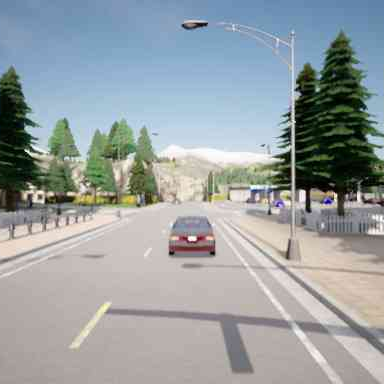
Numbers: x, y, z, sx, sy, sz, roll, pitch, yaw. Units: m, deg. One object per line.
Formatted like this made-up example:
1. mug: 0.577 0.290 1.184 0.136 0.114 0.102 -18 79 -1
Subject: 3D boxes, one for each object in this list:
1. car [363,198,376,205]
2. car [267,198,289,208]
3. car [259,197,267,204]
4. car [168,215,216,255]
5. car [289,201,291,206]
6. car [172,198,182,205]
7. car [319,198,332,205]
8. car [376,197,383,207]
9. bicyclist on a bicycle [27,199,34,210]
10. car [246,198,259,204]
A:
1. car: 39.130 1.981 72.598 2.007 1.523 4.514 0 -1 0
2. car: 13.977 1.886 54.485 1.845 1.501 3.633 0 -1 0
3. car: 17.371 2.087 80.537 2.152 1.636 5.027 0 -1 0
4. car: 0.006 1.680 13.989 2.033 1.411 5.357 0 -1 0
5. car: 17.033 1.966 61.874 1.970 1.475 3.806 0 -1 0
6. car: -3.471 2.061 75.609 2.097 1.767 4.553 0 -1 0
7. car: 29.138 2.004 72.743 1.845 1.501 3.633 0 -1 0
8. car: 32.558 1.608 54.160 1.932 1.855 4.605 0 -1 0
9. bicyclist on a bicycle: -21.769 1.706 44.853 0.582 1.620 1.656 0 0 1
10. car: 14.234 2.096 80.517 2.007 1.523 4.514 0 -1 0
